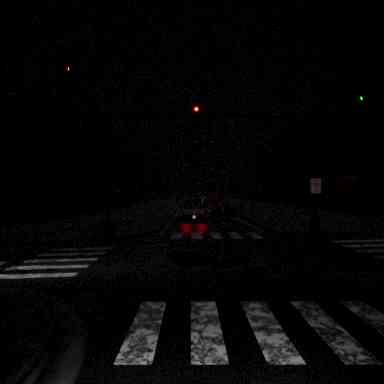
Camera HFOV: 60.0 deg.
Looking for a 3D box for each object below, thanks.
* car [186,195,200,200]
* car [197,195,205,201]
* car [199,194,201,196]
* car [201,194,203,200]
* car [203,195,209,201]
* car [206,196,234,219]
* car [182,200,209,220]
[{"bbox_3d":[0.003,1.662,57.011,1.994,1.385,4.181,0,0,0],"label":"car"},{"bbox_3d":[2.525,1.693,94.544,1.967,1.590,4.097,-1,0,0],"label":"car"},{"bbox_3d":[2.914,1.492,67.886,2.097,1.767,4.553,0,0,0],"label":"car"},{"bbox_3d":[2.584,1.365,40.520,2.192,1.841,5.009,-1,0,0],"label":"car"},{"bbox_3d":[2.590,1.353,35.117,2.192,1.841,5.009,-1,0,0],"label":"car"},{"bbox_3d":[2.597,1.467,29.715,1.967,1.590,4.097,-1,0,0],"label":"car"},{"bbox_3d":[0.129,1.624,27.918,1.895,1.301,4.718,0,0,-1],"label":"car"}]
